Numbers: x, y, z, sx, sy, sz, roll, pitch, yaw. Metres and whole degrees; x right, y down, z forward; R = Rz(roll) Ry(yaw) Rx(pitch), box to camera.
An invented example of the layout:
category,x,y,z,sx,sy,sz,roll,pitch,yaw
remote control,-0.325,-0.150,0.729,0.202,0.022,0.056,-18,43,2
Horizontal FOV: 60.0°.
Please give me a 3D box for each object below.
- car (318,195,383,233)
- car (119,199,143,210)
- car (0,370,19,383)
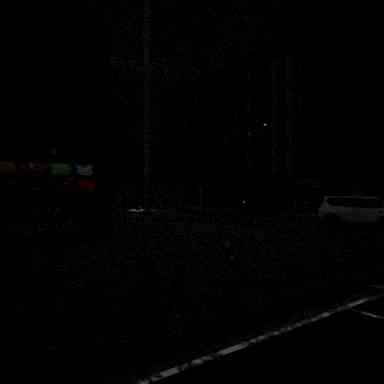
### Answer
category,x,y,z,sx,sy,sz,roll,pitch,yaw
car,10.228,1.236,19.655,2.150,2.045,5.566,0,0,-36
car,-8.321,1.651,45.662,2.033,1.411,5.357,0,0,-35
car,-2.752,1.567,0.846,4.313,1.339,1.947,0,0,-36
